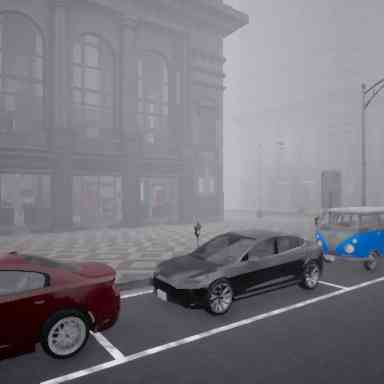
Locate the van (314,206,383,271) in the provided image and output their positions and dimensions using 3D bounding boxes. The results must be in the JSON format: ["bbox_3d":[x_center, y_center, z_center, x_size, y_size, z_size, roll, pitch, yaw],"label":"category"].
[{"bbox_3d":[5.616,1.342,10.658,3.998,1.788,1.690,0,0,-35],"label":"van"}]

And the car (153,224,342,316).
[{"bbox_3d":[1.210,1.566,7.514,4.313,1.339,1.947,0,0,-35],"label":"car"}]

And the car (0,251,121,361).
[{"bbox_3d":[-3.197,1.544,4.370,4.507,1.381,1.887,0,0,-35],"label":"car"}]
